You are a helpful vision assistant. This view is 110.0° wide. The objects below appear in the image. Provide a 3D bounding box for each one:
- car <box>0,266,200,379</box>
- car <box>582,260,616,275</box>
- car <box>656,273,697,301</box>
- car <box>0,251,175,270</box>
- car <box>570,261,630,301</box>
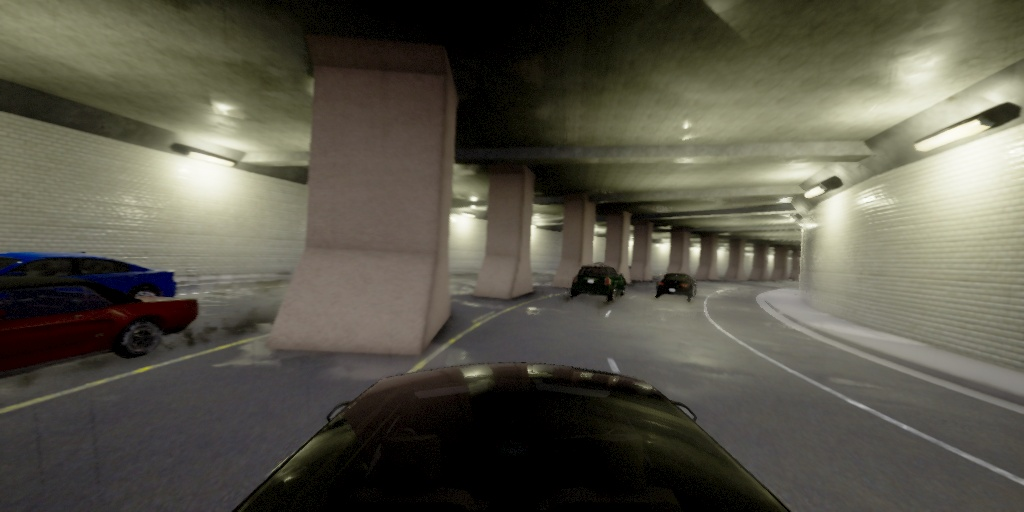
[{"bbox_3d":[-6.971,0.953,4.540,1.895,1.301,4.718,3,0,4],"label":"car"},{"bbox_3d":[11.249,1.489,46.216,2.097,1.767,4.553,3,0,44],"label":"car"},{"bbox_3d":[9.692,1.707,21.096,1.812,1.442,4.674,3,0,30],"label":"car"},{"bbox_3d":[-10.100,0.643,7.484,1.882,1.535,5.008,3,0,8],"label":"car"},{"bbox_3d":[4.741,1.271,19.166,2.097,1.767,4.553,3,0,27],"label":"car"}]
